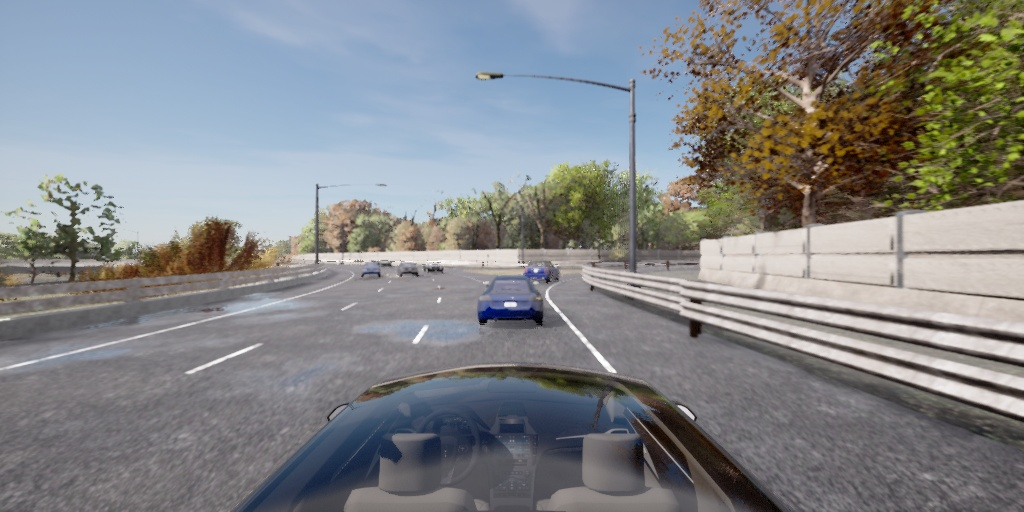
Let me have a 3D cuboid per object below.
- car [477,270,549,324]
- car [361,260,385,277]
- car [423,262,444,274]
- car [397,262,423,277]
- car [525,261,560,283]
[{"bbox_3d":[-0.019,1.331,12.017,1.994,1.385,4.181,0,0,1],"label":"car"},{"bbox_3d":[-14.597,1.379,37.148,2.033,1.411,5.357,0,0,-22],"label":"car"},{"bbox_3d":[-9.650,1.436,43.424,1.895,1.301,4.718,0,0,-23],"label":"car"},{"bbox_3d":[-10.886,1.374,37.292,2.033,1.411,5.357,0,0,-22],"label":"car"},{"bbox_3d":[2.460,1.144,28.488,2.097,1.767,4.553,0,0,19],"label":"car"}]
